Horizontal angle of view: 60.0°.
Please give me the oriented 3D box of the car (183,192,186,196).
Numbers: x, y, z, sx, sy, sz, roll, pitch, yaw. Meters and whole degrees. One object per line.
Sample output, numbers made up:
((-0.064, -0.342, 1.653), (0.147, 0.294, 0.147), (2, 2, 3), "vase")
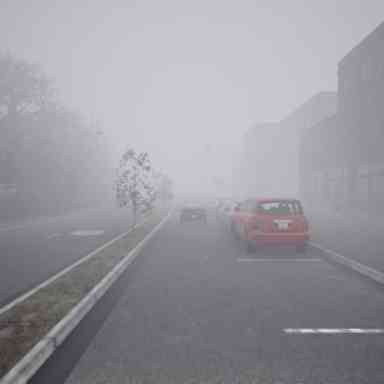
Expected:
((-0.404, 1.342, 80.451), (2.097, 1.535, 5.008), (0, 0, -7), "car")

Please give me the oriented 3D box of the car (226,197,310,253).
((3.053, 1.223, 13.795), (2.435, 2.045, 5.566), (0, 0, 0), "car")

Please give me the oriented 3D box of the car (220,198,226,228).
((3.053, 1.344, 19.281), (2.185, 1.767, 4.553), (0, 0, 0), "car")

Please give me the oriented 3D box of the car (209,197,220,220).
((3.056, 1.335, 30.380), (2.185, 1.767, 4.553), (1, 0, 0), "car")

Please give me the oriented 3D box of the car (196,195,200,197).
((2.227, 1.453, 52.803), (2.163, 1.488, 4.792), (0, 0, -3), "car")

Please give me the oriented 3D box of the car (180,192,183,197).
((-1.177, 1.315, 86.152), (1.946, 1.575, 5.366), (0, 0, -8), "car")

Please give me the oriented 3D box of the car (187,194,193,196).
((0.852, 1.381, 69.391), (2.231, 1.521, 4.892), (0, 0, -5), "car")

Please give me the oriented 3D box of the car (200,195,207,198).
((2.524, 1.475, 47.207), (2.002, 1.452, 4.674), (0, 0, -3), "car")

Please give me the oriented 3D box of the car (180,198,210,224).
((0.096, 1.460, 24.778), (1.882, 1.535, 5.008), (0, 0, 0), "car")

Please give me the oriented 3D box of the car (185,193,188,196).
((0.252, 1.362, 74.921), (2.097, 1.535, 5.008), (0, 0, -6), "car")

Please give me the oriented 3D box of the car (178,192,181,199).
((-2.024, 1.286, 91.652), (1.946, 1.575, 5.366), (0, 0, -9), "car")

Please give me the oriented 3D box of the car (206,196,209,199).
((2.940, 1.483, 36.001), (2.163, 1.488, 4.792), (0, 0, -1), "car")

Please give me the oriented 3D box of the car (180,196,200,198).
((-0.266, 1.559, 42.731), (1.895, 1.301, 4.718), (0, 0, -2), "car")
